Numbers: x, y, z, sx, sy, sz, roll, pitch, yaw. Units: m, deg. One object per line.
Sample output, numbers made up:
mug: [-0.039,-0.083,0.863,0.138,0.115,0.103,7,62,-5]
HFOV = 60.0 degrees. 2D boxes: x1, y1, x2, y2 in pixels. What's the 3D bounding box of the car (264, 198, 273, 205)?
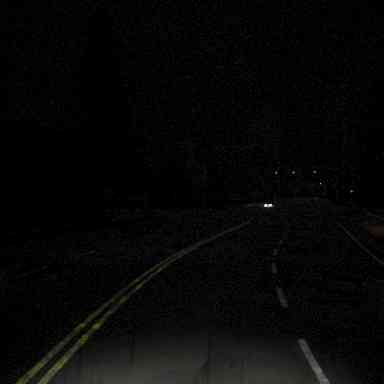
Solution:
car: [18.620,2.334,81.015,2.128,1.511,4.902,0,-1,20]
